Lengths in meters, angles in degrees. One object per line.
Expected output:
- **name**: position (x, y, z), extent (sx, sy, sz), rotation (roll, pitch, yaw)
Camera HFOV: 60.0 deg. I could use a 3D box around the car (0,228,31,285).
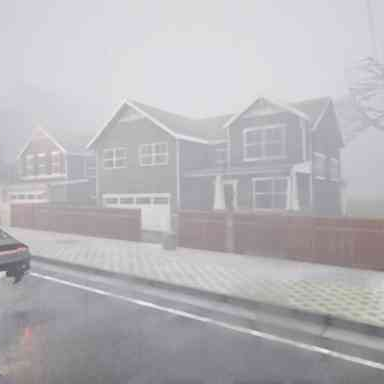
- **car**: position (-5.933, 1.494, 8.226), extent (4.902, 1.511, 2.128), rotation (0, 0, 35)
